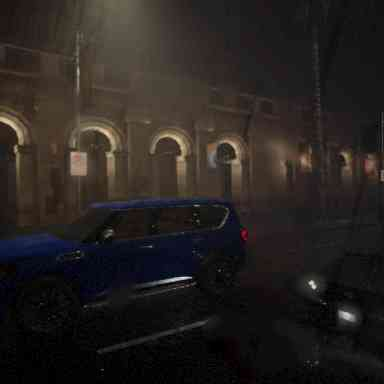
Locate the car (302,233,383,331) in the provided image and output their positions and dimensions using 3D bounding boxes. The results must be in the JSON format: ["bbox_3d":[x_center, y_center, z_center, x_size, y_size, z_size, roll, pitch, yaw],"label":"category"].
[{"bbox_3d":[4.555,1.476,6.549,5.357,1.411,2.033,-1,1,-34],"label":"car"}]

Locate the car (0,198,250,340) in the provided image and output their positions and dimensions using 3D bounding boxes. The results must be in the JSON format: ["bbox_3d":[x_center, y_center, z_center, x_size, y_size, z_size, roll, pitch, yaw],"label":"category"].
[{"bbox_3d":[-1.308,1.169,6.805,5.566,2.045,2.150,-1,1,-34],"label":"car"}]
